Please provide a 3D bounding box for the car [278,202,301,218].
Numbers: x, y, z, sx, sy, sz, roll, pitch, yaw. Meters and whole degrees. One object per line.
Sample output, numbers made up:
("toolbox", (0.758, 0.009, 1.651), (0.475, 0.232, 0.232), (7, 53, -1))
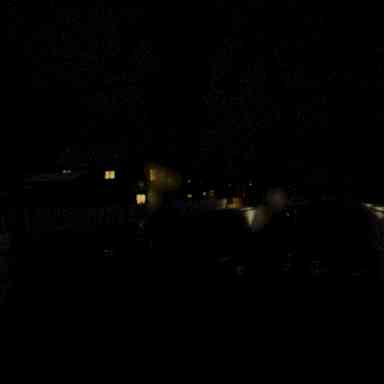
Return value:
("car", (9.546, 1.653, 32.145), (2.033, 1.411, 5.357), (0, 0, 22))
